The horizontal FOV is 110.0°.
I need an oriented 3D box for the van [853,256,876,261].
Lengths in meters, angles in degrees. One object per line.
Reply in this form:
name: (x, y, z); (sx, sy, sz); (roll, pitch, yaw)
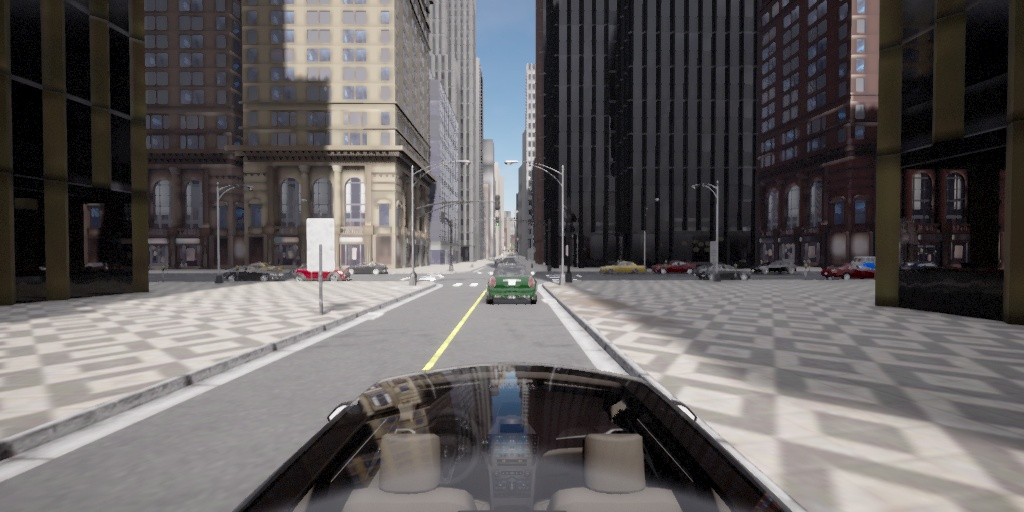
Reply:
van: (38.262, 0.940, 37.967); (3.998, 1.789, 1.690); (0, 0, 0)

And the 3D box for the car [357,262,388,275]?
car: (-15.328, 1.277, 37.790); (4.403, 1.370, 2.007); (0, 0, 0)

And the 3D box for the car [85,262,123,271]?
car: (-43.670, 1.307, 37.698); (4.097, 1.591, 1.967); (0, 0, 0)

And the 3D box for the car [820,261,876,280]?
car: (27.958, 1.288, 29.408); (4.507, 1.381, 1.888); (0, 0, 0)

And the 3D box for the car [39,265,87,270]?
car: (-38.004, 1.543, 29.192); (4.207, 1.307, 1.802); (0, 0, 0)

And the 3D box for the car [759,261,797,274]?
car: (27.661, 1.179, 37.931); (4.313, 1.339, 1.948); (0, 0, 0)

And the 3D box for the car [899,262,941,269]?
car: (36.740, 1.223, 32.189); (4.674, 1.442, 1.812); (0, 1, 0)

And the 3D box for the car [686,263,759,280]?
car: (17.161, 1.313, 29.373); (4.403, 1.370, 2.007); (0, 0, 0)

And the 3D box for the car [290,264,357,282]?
car: (-15.330, 1.296, 29.266); (4.097, 1.591, 1.967); (0, 0, 0)

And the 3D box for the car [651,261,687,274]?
car: (17.061, 1.179, 37.897); (4.507, 1.381, 1.888); (0, 0, 0)

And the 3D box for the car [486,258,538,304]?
car: (0.000, 1.113, 16.471); (2.097, 1.767, 4.553); (0, 0, 0)

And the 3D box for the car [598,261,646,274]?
car: (11.592, 1.171, 37.879); (4.829, 1.417, 1.751); (0, 0, 0)

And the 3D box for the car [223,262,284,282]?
car: (-21.000, 1.427, 29.247); (4.403, 1.370, 2.007); (0, 0, 0)
